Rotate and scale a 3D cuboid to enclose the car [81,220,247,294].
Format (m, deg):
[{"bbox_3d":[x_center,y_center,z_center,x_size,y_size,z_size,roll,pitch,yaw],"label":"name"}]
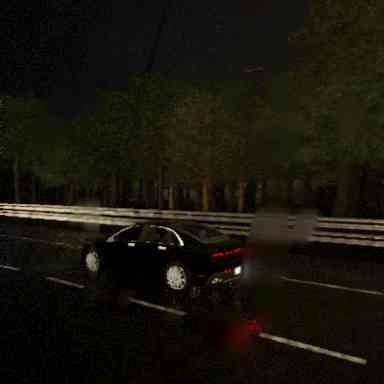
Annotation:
[{"bbox_3d":[-0.949,1.507,8.850,4.892,1.490,1.837,0,0,36],"label":"car"}]
